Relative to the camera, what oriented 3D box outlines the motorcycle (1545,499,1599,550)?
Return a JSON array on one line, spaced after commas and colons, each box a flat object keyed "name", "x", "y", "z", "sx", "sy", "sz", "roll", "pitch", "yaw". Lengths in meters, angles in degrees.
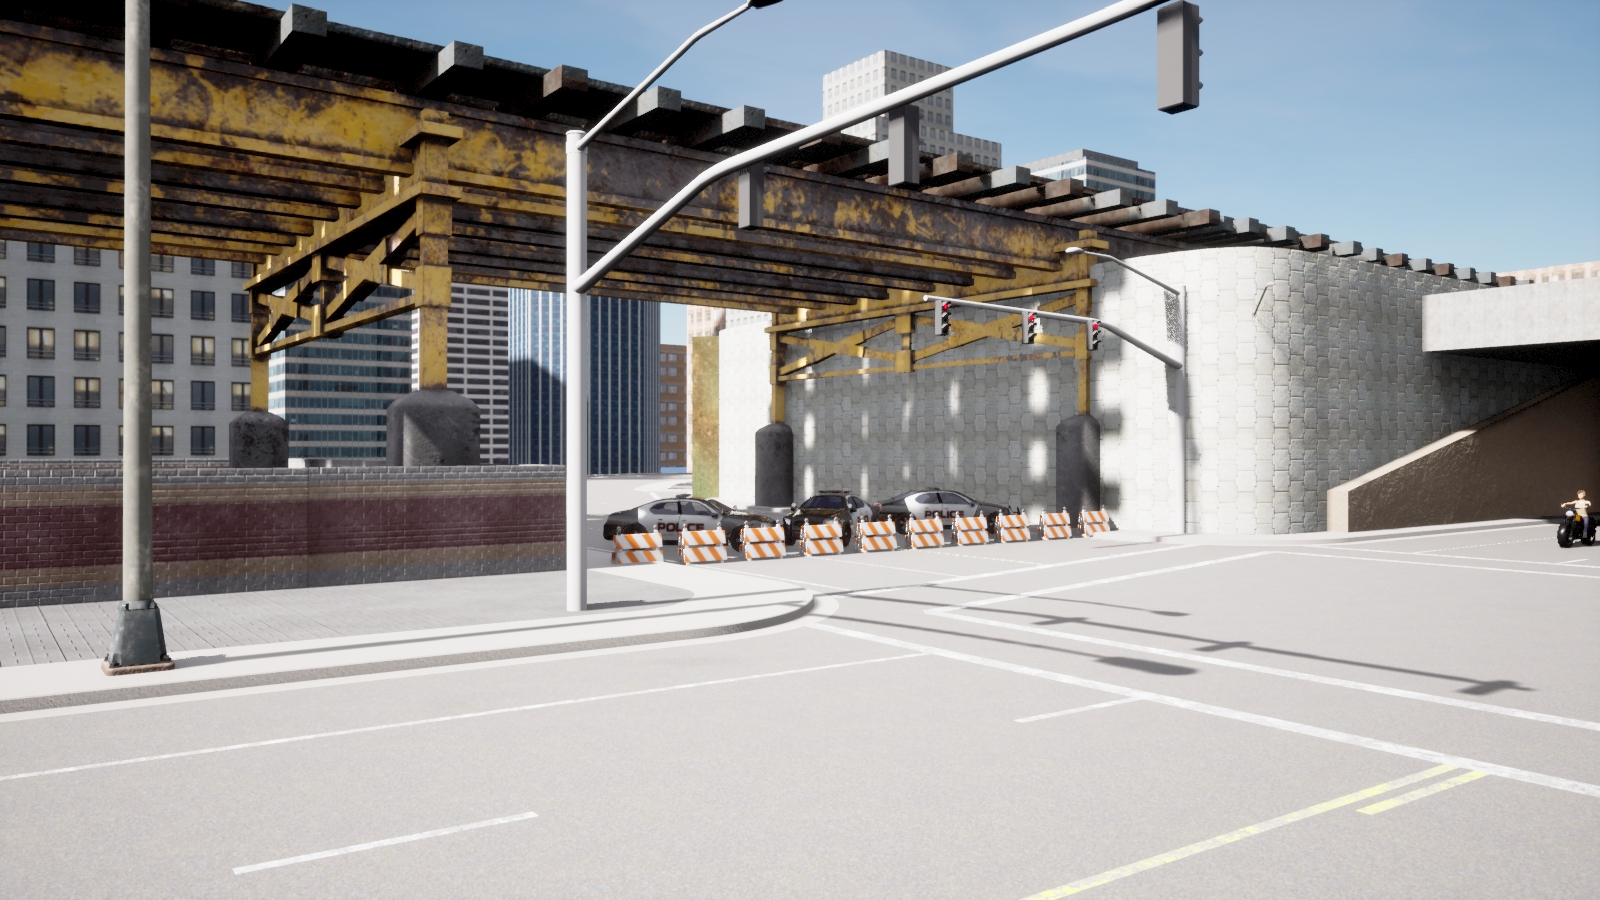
[{"name": "motorcycle", "x": 22.559, "y": 2.142, "z": 33.174, "sx": 2.356, "sy": 1.332, "sz": 0.764, "roll": 0, "pitch": 0, "yaw": -37}]
